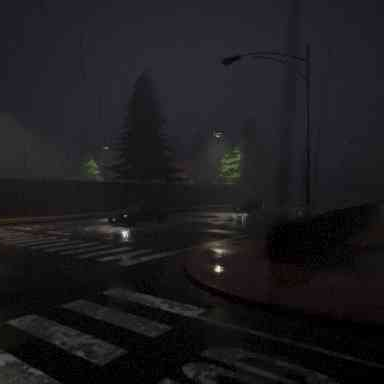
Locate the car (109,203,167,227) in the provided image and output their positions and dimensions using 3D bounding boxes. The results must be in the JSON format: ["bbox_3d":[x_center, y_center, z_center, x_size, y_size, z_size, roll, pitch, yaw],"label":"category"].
[{"bbox_3d":[-3.644,1.519,23.297,1.812,1.442,4.674,0,0,36],"label":"car"}]

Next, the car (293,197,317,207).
[{"bbox_3d":[17.156,1.497,50.423,4.902,1.511,2.128,0,0,-44],"label":"car"}]

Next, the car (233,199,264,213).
[{"bbox_3d":[6.303,1.484,36.856,2.128,1.511,4.902,0,0,37],"label":"car"}]
